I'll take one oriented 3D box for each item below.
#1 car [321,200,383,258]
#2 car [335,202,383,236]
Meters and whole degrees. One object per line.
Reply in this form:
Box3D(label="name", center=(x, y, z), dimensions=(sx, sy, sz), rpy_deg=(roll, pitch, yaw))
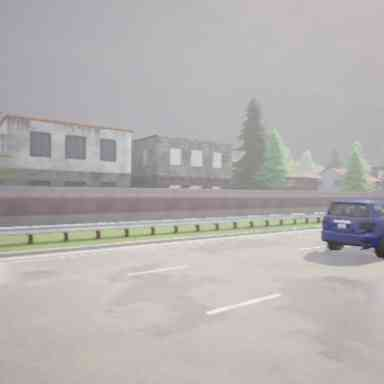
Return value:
Box3D(label="car", center=(7.517, 1.333, 13.396), dimensions=(5.566, 2.045, 2.150), rpy_deg=(1, 0, -35))
Box3D(label="car", center=(10.895, 1.517, 20.099), dimensions=(4.553, 1.767, 2.097), rpy_deg=(1, 0, -35))
